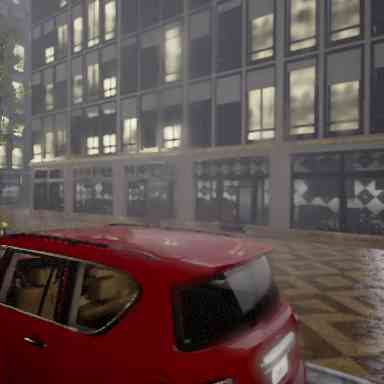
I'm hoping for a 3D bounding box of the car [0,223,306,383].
[{"bbox_3d":[-1.334,1.294,3.695,5.009,1.841,2.192,1,0,36],"label":"car"}]
